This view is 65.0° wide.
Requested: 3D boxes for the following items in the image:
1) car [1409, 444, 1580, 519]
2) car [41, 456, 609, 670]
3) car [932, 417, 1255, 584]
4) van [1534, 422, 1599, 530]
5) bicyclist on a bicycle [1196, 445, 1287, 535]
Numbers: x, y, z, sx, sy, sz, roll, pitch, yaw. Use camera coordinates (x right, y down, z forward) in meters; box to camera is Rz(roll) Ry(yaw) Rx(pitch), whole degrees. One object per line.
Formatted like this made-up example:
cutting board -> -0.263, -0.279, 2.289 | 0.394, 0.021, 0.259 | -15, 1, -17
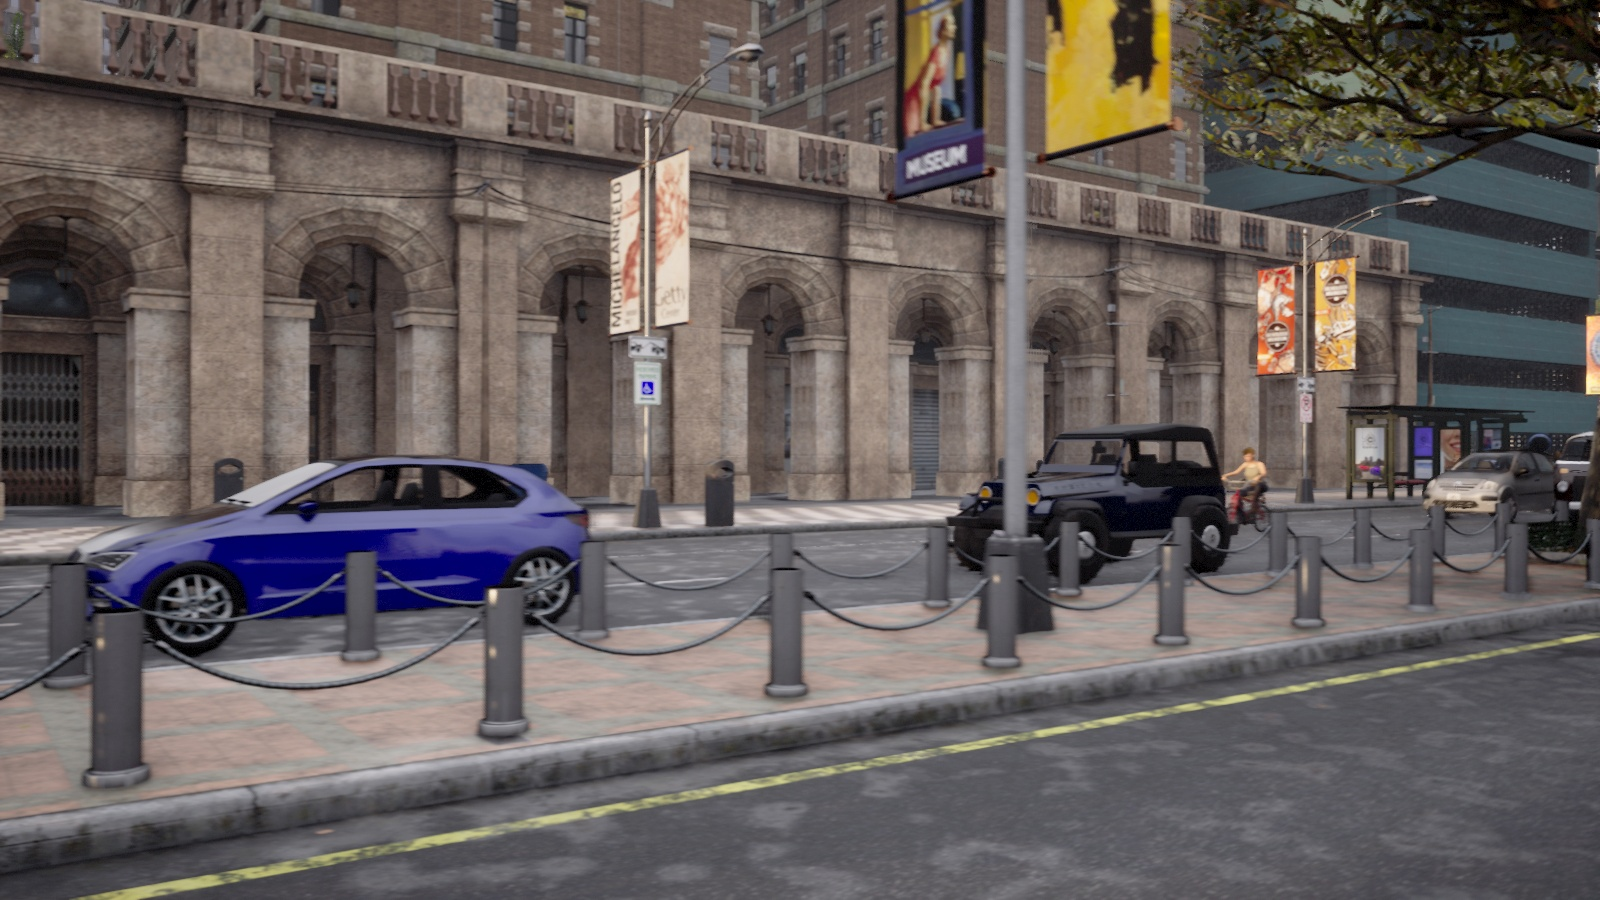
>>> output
car -> 15.944, 0.680, 28.769 | 3.988, 1.617, 1.851 | 0, 0, -35
car -> -3.932, 0.793, 10.669 | 4.193, 1.474, 1.816 | 0, 0, -35
car -> 3.792, 0.572, 16.045 | 3.866, 1.878, 1.905 | 0, 0, -35
van -> 16.876, 0.494, 25.154 | 4.480, 2.038, 2.069 | 0, 0, -35
bicyclist on a bicycle -> 8.222, 0.721, 23.388 | 1.509, 1.612, 0.866 | 0, 0, -35
